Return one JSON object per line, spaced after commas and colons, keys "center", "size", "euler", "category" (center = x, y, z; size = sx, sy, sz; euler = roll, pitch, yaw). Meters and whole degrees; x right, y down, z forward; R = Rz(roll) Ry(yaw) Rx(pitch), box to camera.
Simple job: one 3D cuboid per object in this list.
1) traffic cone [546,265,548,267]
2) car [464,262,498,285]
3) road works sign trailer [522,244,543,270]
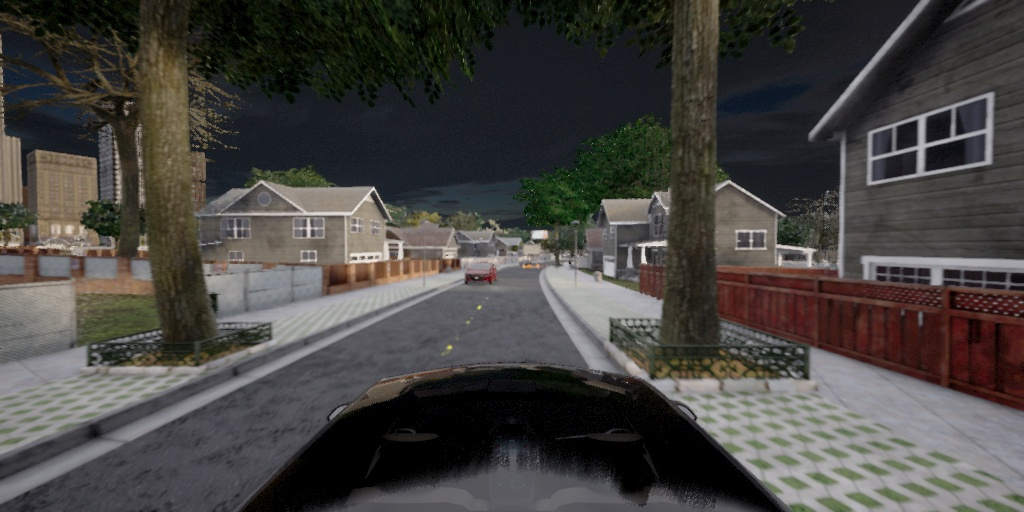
{"center": [6.036, 1.643, 62.080], "size": [0.340, 0.580, 0.340], "euler": [0, 0, 6], "category": "traffic cone"}
{"center": [-2.166, 1.169, 26.011], "size": [1.882, 1.535, 5.008], "euler": [0, 0, 3], "category": "car"}
{"center": [2.722, 0.144, 49.448], "size": [2.380, 3.560, 2.880], "euler": [0, 0, 7], "category": "road works sign trailer"}
